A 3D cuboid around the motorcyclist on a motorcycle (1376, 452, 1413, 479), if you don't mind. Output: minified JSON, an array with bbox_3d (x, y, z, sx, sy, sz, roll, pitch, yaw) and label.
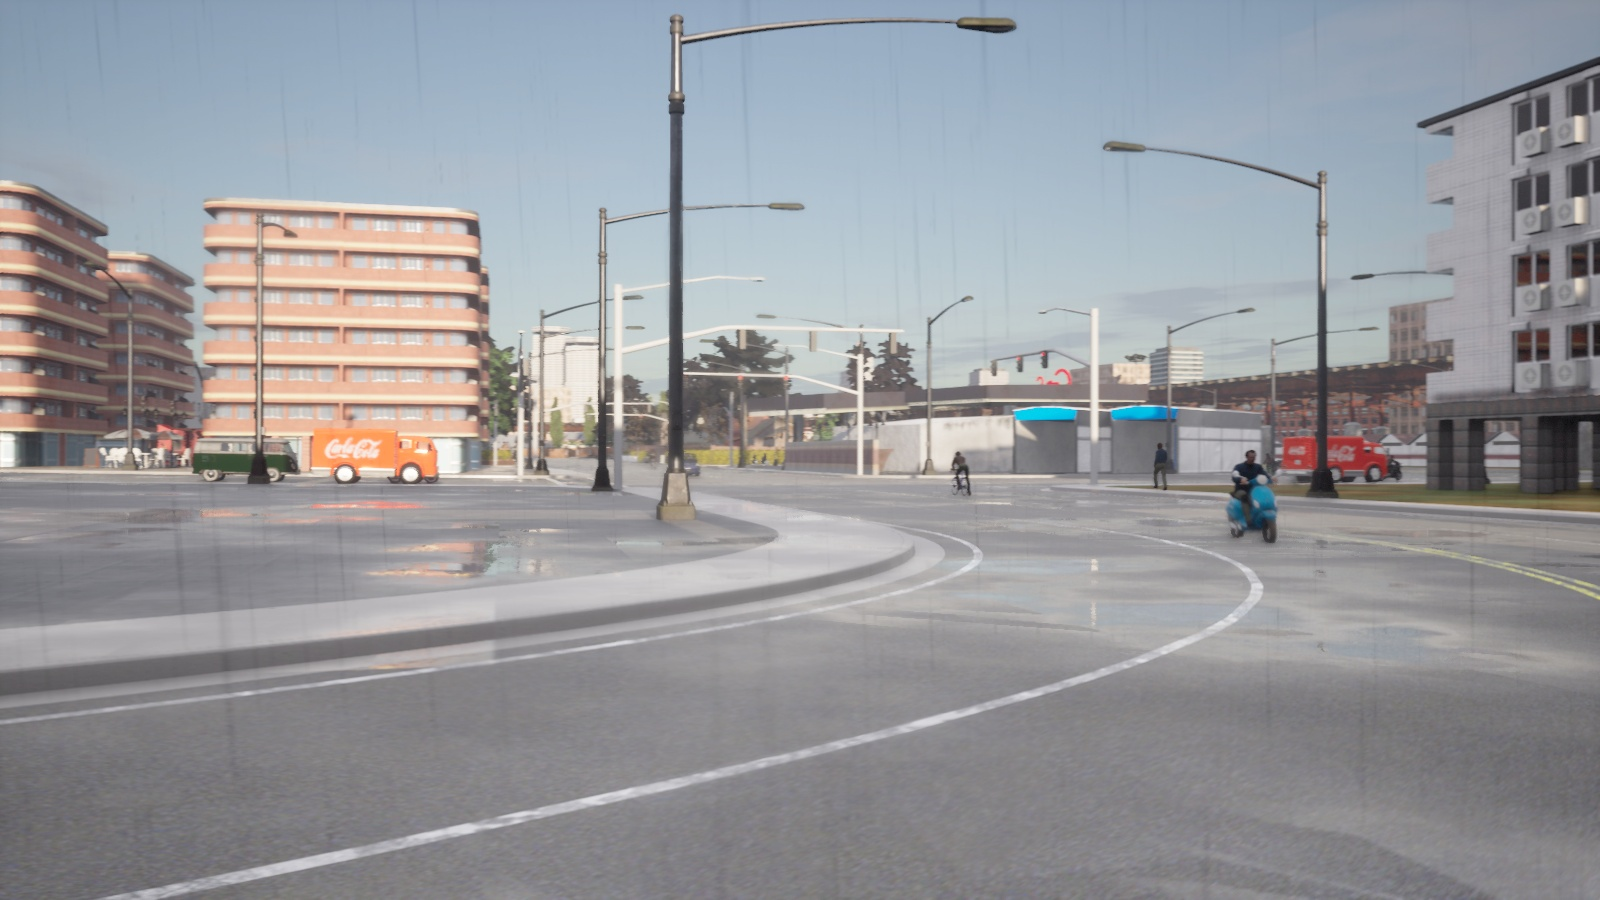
[{"bbox_3d":[34.060,0.885,71.906,2.044,1.523,0.797,0,-1,-27],"label":"motorcyclist on a motorcycle"}]

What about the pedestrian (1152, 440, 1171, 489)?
[{"bbox_3d":[13.613,0.530,47.285,0.370,1.835,0.726,0,0,-12],"label":"pedestrian"}]

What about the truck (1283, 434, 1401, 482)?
[{"bbox_3d":[28.329,0.411,65.659,5.204,2.467,2.627,0,0,-18],"label":"truck"}]

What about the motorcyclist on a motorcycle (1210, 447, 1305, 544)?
[{"bbox_3d":[7.871,0.753,21.699,0.866,1.590,1.817,-1,0,-3],"label":"motorcyclist on a motorcycle"}]

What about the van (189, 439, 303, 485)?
[{"bbox_3d":[-25.082,0.556,57.006,4.442,1.987,1.775,1,0,-13],"label":"van"}]

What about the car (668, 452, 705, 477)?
[{"bbox_3d":[-7.626,0.967,84.372,1.851,1.617,3.988,0,0,-14],"label":"car"}]

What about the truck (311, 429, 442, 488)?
[{"bbox_3d":[-18.431,0.373,54.973,5.204,2.467,2.627,1,0,-14],"label":"truck"}]
